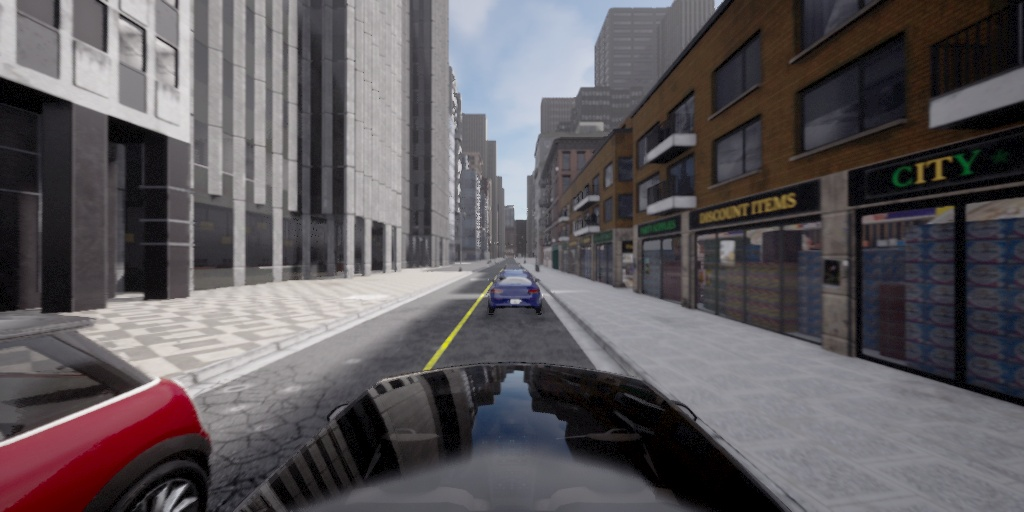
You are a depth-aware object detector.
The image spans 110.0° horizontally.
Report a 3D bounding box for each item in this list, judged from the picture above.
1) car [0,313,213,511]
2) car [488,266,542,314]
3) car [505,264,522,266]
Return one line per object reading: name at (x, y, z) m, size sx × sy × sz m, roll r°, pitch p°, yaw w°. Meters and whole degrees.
car at (-3.101, 1.102, 0.499) m, size 2.097 × 1.767 × 4.553 m, roll 0°, pitch 0°, yaw 0°
car at (0.102, 1.280, 13.650) m, size 1.812 × 1.442 × 4.674 m, roll 0°, pitch 0°, yaw 0°
car at (0.105, 1.366, 31.162) m, size 1.895 × 1.301 × 4.718 m, roll 0°, pitch 0°, yaw 0°
